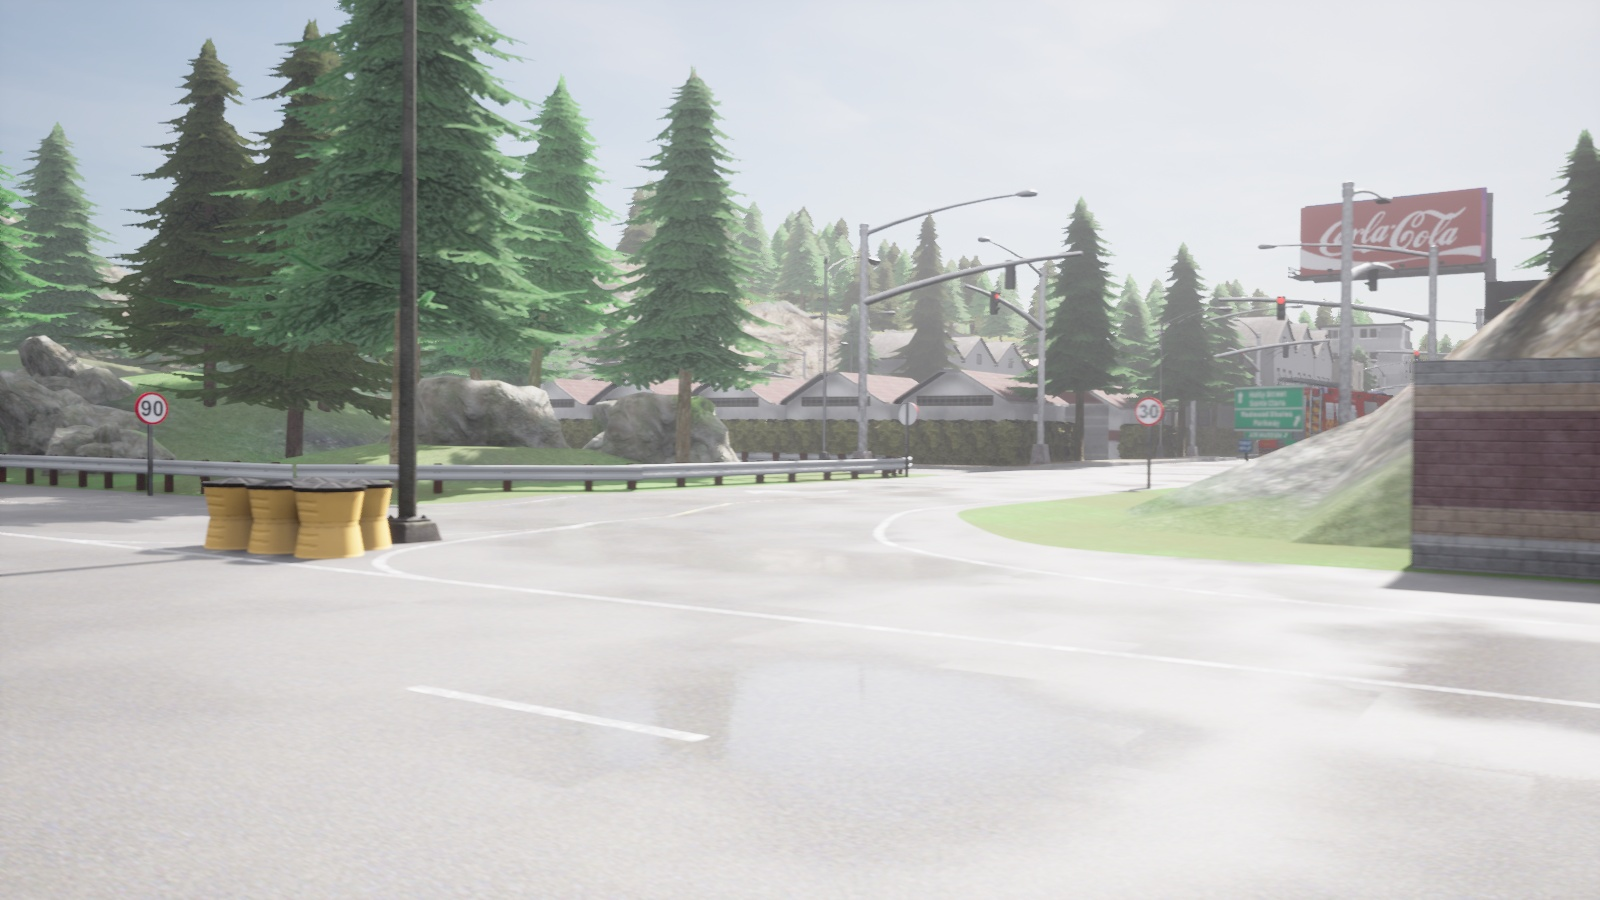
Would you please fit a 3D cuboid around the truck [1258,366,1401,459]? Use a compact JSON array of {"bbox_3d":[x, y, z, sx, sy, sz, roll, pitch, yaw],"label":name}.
[{"bbox_3d":[23.738,-1.552,56.040,2.891,3.827,8.468,1,1,45],"label":"truck"}]
